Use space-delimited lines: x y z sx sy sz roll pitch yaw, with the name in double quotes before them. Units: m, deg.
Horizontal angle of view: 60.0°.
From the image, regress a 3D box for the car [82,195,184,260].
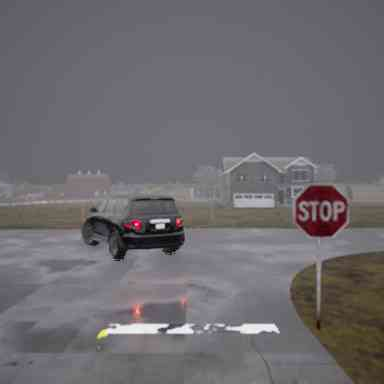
"car" -2.359 1.127 12.367 2.150 2.045 5.566 0 0 -31
